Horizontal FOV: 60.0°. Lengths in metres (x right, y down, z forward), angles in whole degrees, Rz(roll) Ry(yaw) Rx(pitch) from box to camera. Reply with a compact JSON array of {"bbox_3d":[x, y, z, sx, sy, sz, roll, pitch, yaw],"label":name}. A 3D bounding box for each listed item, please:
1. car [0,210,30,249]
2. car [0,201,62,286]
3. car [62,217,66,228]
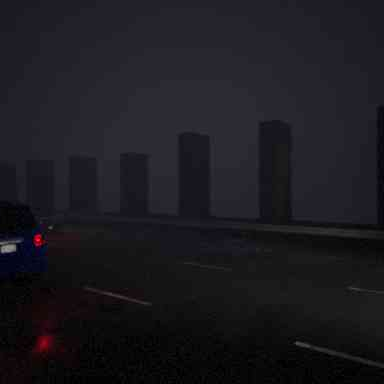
[{"bbox_3d":[-9.807,1.555,14.912,5.357,1.411,2.033,0,0,32],"label":"car"},{"bbox_3d":[-5.909,1.227,8.154,5.566,2.045,2.150,0,0,34],"label":"car"},{"bbox_3d":[-9.366,1.602,18.750,4.718,1.301,1.895,0,0,31],"label":"car"}]
